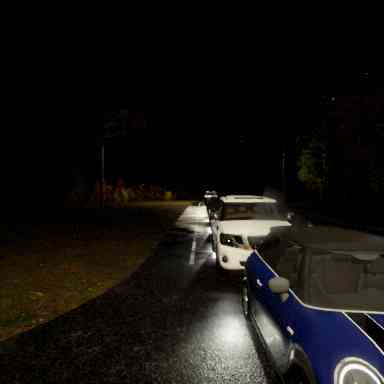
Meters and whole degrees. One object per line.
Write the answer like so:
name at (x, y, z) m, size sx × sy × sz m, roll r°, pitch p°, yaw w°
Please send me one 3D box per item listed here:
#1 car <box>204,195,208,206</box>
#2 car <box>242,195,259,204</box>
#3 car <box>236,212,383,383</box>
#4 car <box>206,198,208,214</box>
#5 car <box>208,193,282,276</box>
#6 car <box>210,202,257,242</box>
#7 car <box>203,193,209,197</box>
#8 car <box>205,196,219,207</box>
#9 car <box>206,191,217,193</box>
car at (2.282, 1.322, 29.297) m, size 1.882 × 1.535 × 5.008 m, roll 0°, pitch 0°, yaw 2°
car at (10.088, 1.247, 57.806) m, size 2.033 × 1.411 × 5.357 m, roll 0°, pitch 0°, yaw 2°
car at (1.941, 1.338, 4.111) m, size 2.097 × 1.767 × 4.553 m, roll 0°, pitch 0°, yaw 0°
car at (2.106, 1.380, 23.044) m, size 1.837 × 1.490 × 4.892 m, roll 0°, pitch 0°, yaw 2°
car at (1.759, 1.160, 10.458) m, size 2.150 × 2.045 × 5.566 m, roll 0°, pitch 0°, yaw 1°
car at (1.928, 1.384, 16.797) m, size 1.882 × 1.535 × 5.008 m, roll 0°, pitch 0°, yaw 2°
car at (2.645, 1.275, 41.550) m, size 2.128 × 1.511 × 4.902 m, roll 0°, pitch 0°, yaw 2°
car at (2.862, 1.314, 47.958) m, size 1.994 × 1.385 × 4.181 m, roll 0°, pitch 0°, yaw 3°
car at (3.080, 0.938, 54.390) m, size 2.150 × 2.045 × 5.566 m, roll 0°, pitch 0°, yaw 3°
